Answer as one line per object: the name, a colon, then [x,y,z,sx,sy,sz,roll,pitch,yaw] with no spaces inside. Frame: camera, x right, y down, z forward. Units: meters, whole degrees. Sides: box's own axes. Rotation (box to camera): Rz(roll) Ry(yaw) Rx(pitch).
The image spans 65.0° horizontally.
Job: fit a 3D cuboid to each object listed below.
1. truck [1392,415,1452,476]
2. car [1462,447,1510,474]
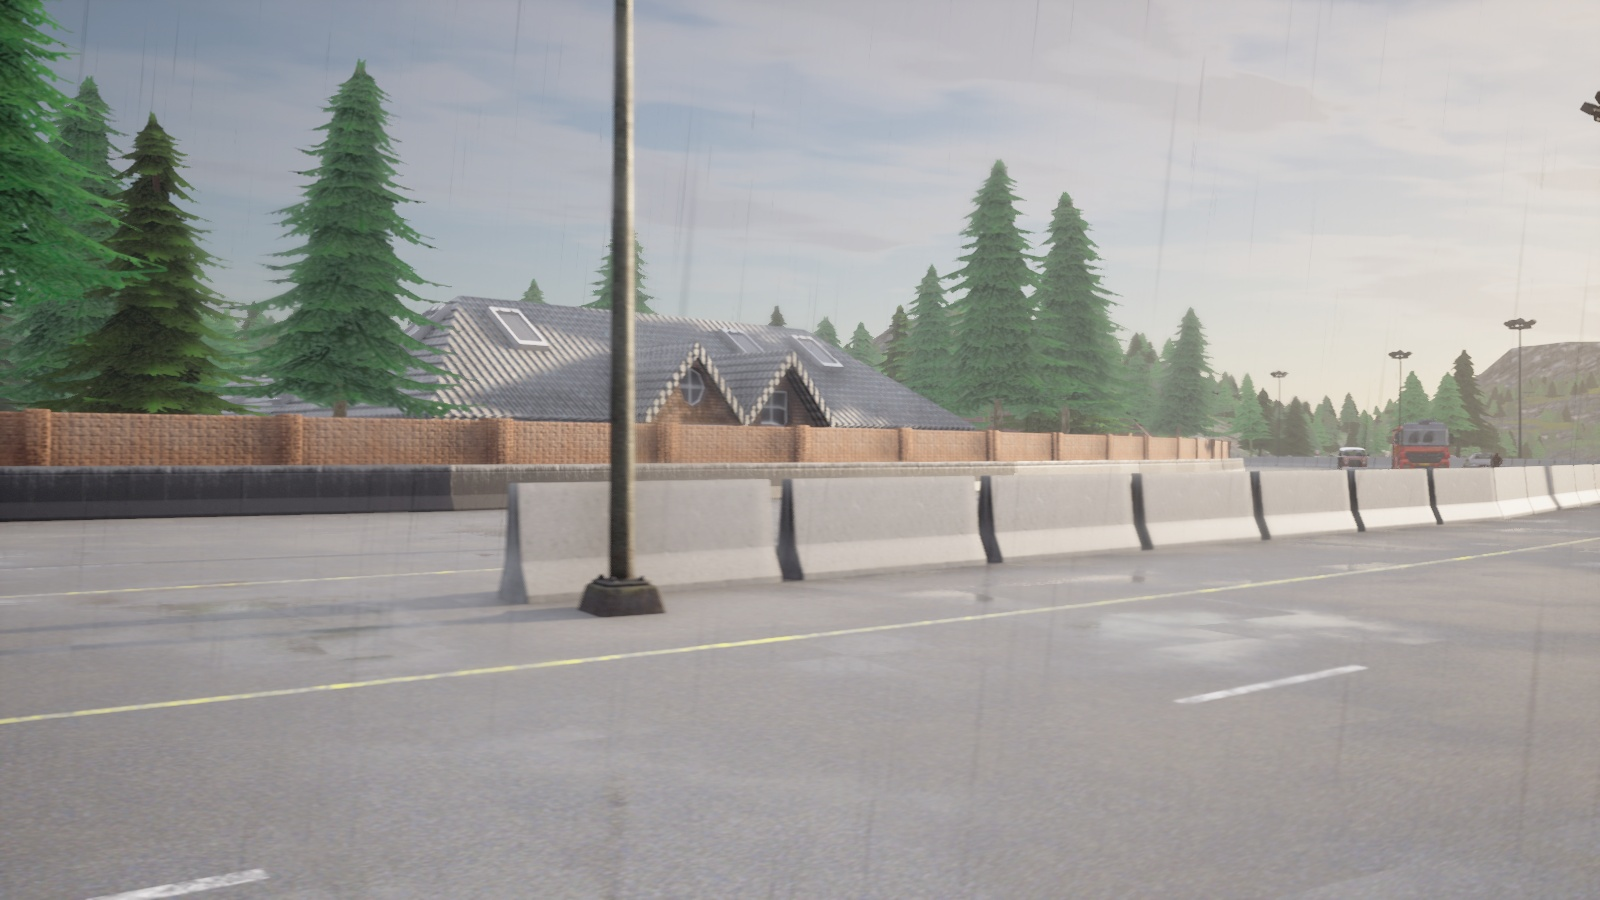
truck: [40.948,-0.288,82.886,2.891,3.827,8.468,0,0,22]
car: [42.942,0.639,78.684,2.152,1.651,5.027,0,0,23]
